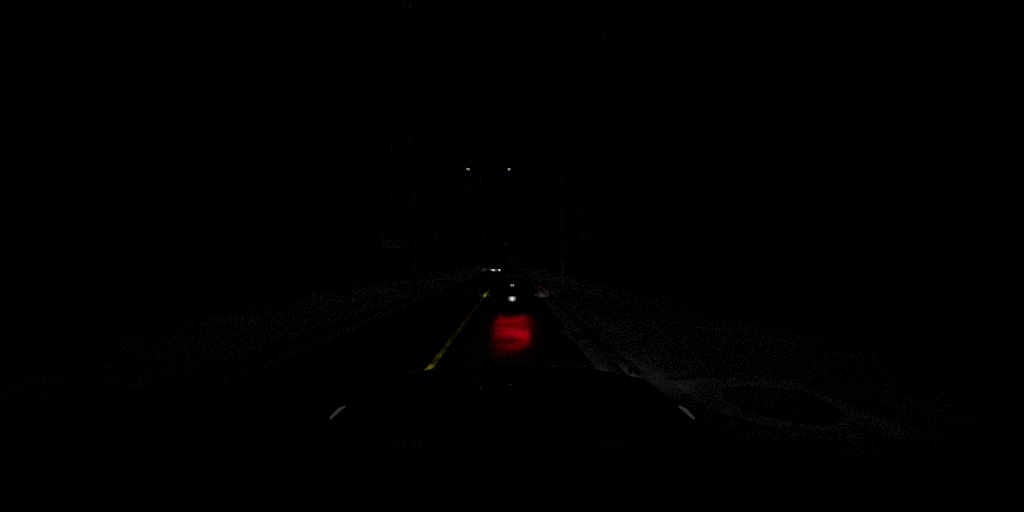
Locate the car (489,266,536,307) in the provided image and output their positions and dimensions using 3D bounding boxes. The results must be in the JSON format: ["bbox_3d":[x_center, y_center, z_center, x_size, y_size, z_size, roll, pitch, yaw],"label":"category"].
[{"bbox_3d":[0.012,1.389,16.153,1.837,1.490,4.892,0,0,0],"label":"car"}]

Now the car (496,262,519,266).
[{"bbox_3d":[0.021,1.505,31.143,2.128,1.511,4.902,0,0,0],"label":"car"}]
